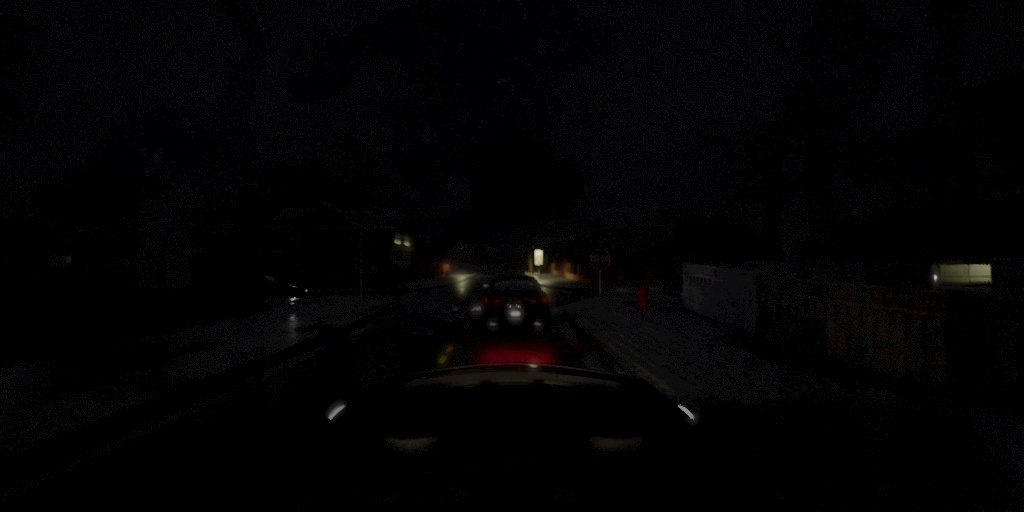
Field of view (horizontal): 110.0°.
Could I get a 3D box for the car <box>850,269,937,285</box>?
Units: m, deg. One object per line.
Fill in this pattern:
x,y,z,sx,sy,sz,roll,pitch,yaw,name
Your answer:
18.948,1.180,18.812,4.674,1.442,1.812,-1,-3,1,car

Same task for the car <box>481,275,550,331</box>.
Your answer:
0.089,1.347,11.574,1.882,1.535,5.008,0,-1,0,car

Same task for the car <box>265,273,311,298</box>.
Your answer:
-13.317,1.602,19.179,4.674,1.442,1.812,-1,-3,0,car

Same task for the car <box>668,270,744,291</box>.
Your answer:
12.166,1.353,21.843,5.008,1.535,1.882,-1,-3,1,car

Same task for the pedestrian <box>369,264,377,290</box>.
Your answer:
-9.688,1.439,25.028,0.375,1.860,0.375,0,-2,1,pedestrian

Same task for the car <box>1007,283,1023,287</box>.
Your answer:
32.878,1.220,21.576,4.718,1.301,1.895,-1,-3,1,car
